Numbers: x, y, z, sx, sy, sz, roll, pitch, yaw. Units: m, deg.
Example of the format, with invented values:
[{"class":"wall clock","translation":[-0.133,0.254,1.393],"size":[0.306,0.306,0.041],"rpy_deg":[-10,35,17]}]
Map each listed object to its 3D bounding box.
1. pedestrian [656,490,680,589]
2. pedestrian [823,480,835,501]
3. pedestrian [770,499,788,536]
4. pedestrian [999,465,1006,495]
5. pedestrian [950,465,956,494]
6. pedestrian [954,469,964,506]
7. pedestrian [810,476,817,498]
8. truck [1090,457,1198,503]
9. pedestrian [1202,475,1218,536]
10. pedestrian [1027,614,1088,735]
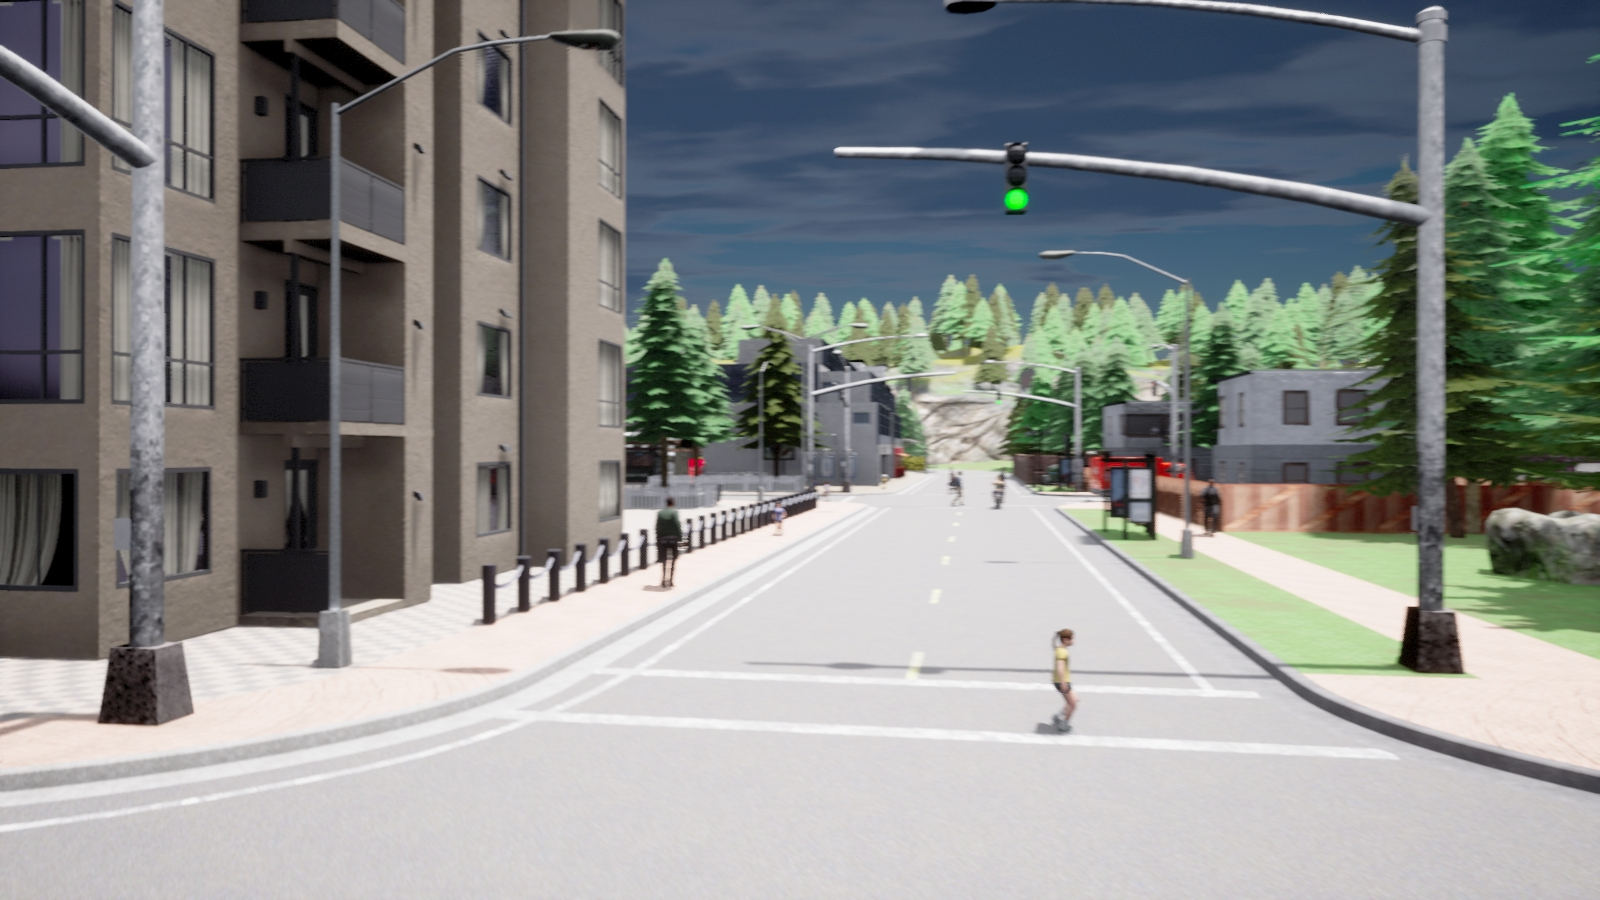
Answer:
[{"class":"pedestrian","translation":[-2.510,1.693,21.752],"size":[0.375,1.860,0.375],"rpy_deg":[0,0,8]},{"class":"pedestrian","translation":[1.493,2.118,59.598],"size":[0.500,1.100,0.500],"rpy_deg":[0,0,20]},{"class":"pedestrian","translation":[-0.650,2.089,35.450],"size":[0.500,1.100,0.500],"rpy_deg":[0,0,7]},{"class":"pedestrian","translation":[12.751,1.905,71.990],"size":[0.375,1.860,0.375],"rpy_deg":[0,0,14]},{"class":"pedestrian","translation":[9.815,1.902,73.354],"size":[0.375,1.860,0.375],"rpy_deg":[0,0,6]},{"class":"pedestrian","translation":[8.048,1.887,57.771],"size":[0.375,1.860,0.375],"rpy_deg":[0,0,-9]},{"class":"pedestrian","translation":[0.815,2.182,67.389],"size":[0.375,1.300,0.375],"rpy_deg":[0,0,-4]},{"class":"truck","translation":[18.734,1.602,62.471],"size":[5.204,2.467,2.627],"rpy_deg":[0,0,3]},{"class":"pedestrian","translation":[12.689,1.721,35.350],"size":[0.375,1.860,0.375],"rpy_deg":[0,0,7]},{"class":"pedestrian","translation":[2.558,2.222,11.373],"size":[0.500,1.100,0.500],"rpy_deg":[0,0,1]}]
